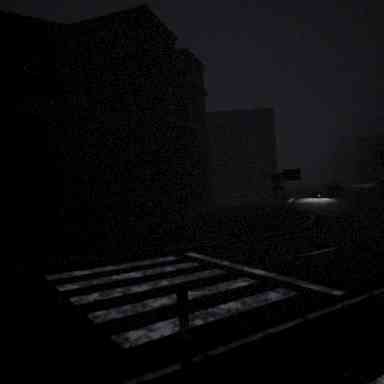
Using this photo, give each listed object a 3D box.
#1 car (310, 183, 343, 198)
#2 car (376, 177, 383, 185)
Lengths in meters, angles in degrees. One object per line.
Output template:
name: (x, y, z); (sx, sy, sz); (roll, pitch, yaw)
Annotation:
car: (14.041, -0.250, 34.421); (2.033, 1.411, 5.357); (-2, 4, 40)
car: (27.088, -1.733, 43.999); (1.882, 1.535, 5.008); (-7, 4, -33)
